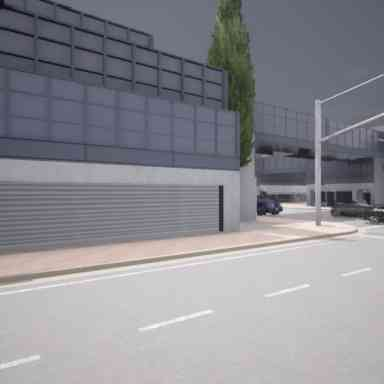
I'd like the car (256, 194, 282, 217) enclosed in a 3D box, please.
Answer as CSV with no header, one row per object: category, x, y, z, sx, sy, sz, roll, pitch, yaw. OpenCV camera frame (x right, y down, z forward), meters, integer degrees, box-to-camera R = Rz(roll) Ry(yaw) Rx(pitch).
car,6.068,1.217,32.332,2.150,2.045,5.566,0,0,-37

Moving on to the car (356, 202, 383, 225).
car,13.914,1.501,21.964,1.837,1.490,4.892,0,-1,-38

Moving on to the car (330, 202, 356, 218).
car,13.860,1.557,27.874,1.994,1.385,4.181,0,0,-38
